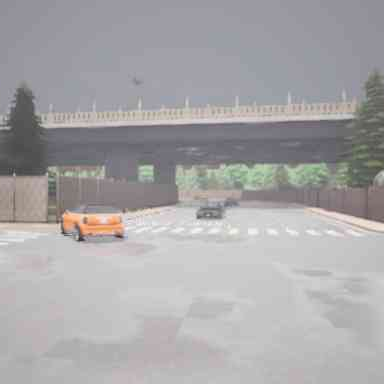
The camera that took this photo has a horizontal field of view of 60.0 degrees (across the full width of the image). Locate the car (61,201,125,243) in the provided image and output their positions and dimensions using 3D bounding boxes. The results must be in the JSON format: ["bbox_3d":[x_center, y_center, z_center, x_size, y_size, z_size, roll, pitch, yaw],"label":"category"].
[{"bbox_3d":[-4.962,1.284,16.293,2.097,1.767,4.553,1,0,-32],"label":"car"}]

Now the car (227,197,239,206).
[{"bbox_3d":[6.192,1.468,51.235,1.812,1.442,4.674,0,1,12],"label":"car"}]

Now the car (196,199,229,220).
[{"bbox_3d":[1.616,1.560,27.328,1.994,1.385,4.181,0,1,12],"label":"car"}]

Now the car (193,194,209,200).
[{"bbox_3d":[2.034,1.249,77.042,1.882,1.535,5.008,0,0,-30],"label":"car"}]
